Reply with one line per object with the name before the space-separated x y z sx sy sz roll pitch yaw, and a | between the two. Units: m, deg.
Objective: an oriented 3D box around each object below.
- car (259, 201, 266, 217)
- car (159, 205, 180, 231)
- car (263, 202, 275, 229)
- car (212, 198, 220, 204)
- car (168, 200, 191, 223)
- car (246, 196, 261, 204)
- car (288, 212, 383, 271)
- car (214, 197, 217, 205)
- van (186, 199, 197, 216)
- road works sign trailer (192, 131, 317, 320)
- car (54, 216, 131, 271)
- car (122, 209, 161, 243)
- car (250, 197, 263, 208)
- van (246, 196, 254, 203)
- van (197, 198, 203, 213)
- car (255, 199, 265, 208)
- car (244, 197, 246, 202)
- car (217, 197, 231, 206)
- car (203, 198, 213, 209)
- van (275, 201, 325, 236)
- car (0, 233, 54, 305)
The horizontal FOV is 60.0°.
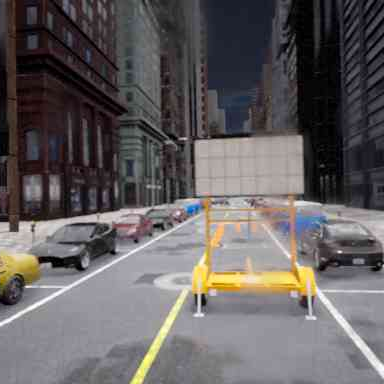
car | 6.840 1.675 27.368 1.802 1.307 4.206 -2 -1 8
car | -2.377 1.832 22.935 1.947 1.339 4.313 -2 -1 8
car | 6.067 1.609 21.786 2.008 1.369 4.403 -2 -1 8
car | 6.113 2.252 84.352 1.947 1.339 4.313 -2 -1 8
car | -1.608 1.741 28.520 1.967 1.590 4.097 -2 -1 8
car | 10.691 1.592 55.286 2.192 1.841 5.009 -2 -1 8
car | 4.524 1.541 10.619 2.008 1.369 4.403 -2 -1 8
car | 4.568 2.148 73.185 1.887 1.381 4.507 -2 -1 8
van | -0.839 1.678 34.104 1.690 1.788 3.998 -2 -1 8
road works sign trailer | 1.270 0.502 7.426 2.380 3.560 2.880 -1 -1 8
car | -3.920 1.765 11.768 1.947 1.339 4.313 -2 -1 8
car | -3.148 1.814 17.352 1.802 1.307 4.206 -2 -1 8
car | 9.154 1.747 44.118 1.887 1.381 4.507 -2 -1 8
van | 14.551 1.819 83.201 1.690 1.788 3.998 -2 -1 8
van | -0.067 1.715 39.687 1.690 1.788 3.998 -2 -1 8
car | 7.611 1.679 32.952 2.008 1.369 4.403 -2 -1 8
car | 13.807 1.963 77.785 1.752 1.417 4.829 -2 -1 8
car | 6.702 2.009 68.443 1.837 1.490 4.892 -1 -1 8
car | 1.475 1.763 50.854 2.192 1.841 5.009 -2 -1 8
van | 5.291 1.365 16.204 1.690 1.788 3.998 -2 -1 8
car | -4.716 1.691 6.016 1.752 1.417 4.829 -2 -1 8
